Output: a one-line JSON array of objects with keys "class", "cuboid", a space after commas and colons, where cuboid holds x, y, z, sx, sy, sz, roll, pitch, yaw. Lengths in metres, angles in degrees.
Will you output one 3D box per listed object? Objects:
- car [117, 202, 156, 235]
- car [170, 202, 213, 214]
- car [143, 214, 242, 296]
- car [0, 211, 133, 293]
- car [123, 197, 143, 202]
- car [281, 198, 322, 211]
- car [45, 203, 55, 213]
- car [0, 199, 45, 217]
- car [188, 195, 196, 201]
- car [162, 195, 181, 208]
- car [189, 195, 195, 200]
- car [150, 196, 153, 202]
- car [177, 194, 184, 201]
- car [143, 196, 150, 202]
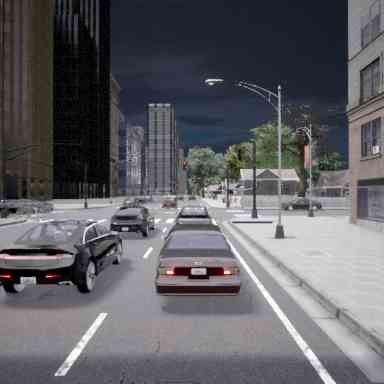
[{"class": "car", "cuboid": [-3.143, 1.504, 18.099, 1.837, 1.490, 4.892, 0, 0, 0]}, {"class": "car", "cuboid": [0.105, 1.491, 17.821, 2.128, 1.511, 4.902, 0, 0, 0]}, {"class": "car", "cuboid": [0.094, 1.545, 8.768, 2.033, 1.411, 5.357, 0, 0, -1]}, {"class": "car", "cuboid": [-3.148, 1.492, 8.839, 2.128, 1.511, 4.902, 0, 0, 0]}, {"class": "car", "cuboid": [-9.806, 1.487, 53.781, 2.128, 1.511, 4.902, 0, 0, 1]}, {"class": "car", "cuboid": [13.298, 1.554, 40.720, 4.892, 1.490, 1.837, 0, -1, 0]}, {"class": "car", "cuboid": [-16.617, 1.476, 34.083, 4.902, 1.511, 2.128, 0, -1, -2]}, {"class": "car", "cuboid": [-16.591, 1.439, 30.391, 4.902, 1.511, 2.128, 0, -1, 4]}, {"class": "car", "cuboid": [0.032, 1.495, 84.112, 1.837, 1.490, 4.892, 0, 0, 0]}, {"class": "car", "cuboid": [-3.154, 1.528, 48.402, 1.812, 1.442, 4.674, 0, 0, 3]}, {"class": "car", "cuboid": [0.035, 1.526, 94.348, 1.812, 1.442, 4.674, 0, 0, 0]}, {"class": "car", "cuboid": [-9.723, 1.518, 73.212, 1.812, 1.442, 4.674, 0, 0, 0]}, {"class": "car", "cuboid": [-3.219, 1.343, 83.906, 2.097, 1.767, 4.553, 0, 0, 0]}, {"class": "car", "cuboid": [-9.769, 1.595, 63.100, 1.895, 1.301, 4.718, 0, 0, 1]}]
